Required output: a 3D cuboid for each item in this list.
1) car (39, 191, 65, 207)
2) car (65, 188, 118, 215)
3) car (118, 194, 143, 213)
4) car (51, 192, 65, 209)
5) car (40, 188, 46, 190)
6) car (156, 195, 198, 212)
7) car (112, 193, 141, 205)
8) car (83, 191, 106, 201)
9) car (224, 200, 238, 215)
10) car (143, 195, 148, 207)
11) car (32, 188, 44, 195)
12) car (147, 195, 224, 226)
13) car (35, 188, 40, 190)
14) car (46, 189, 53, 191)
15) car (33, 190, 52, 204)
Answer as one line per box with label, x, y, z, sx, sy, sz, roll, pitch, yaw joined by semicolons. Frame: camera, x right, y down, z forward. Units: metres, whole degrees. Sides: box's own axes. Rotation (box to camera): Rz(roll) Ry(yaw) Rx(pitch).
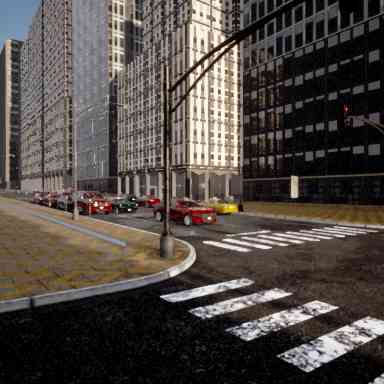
car;-14.942;0.861;36.329;1.887;1.381;4.507;1;0;-36
car;-8.316;0.841;27.248;2.192;1.841;5.009;1;0;-36
car;-6.448;1.112;29.055;1.895;1.301;4.718;0;1;-36
car;-11.632;0.987;31.790;1.947;1.339;4.313;1;0;-36
car;-31.355;0.104;73.059;1.887;1.381;4.507;1;0;-36
car;-1.555;1.066;32.193;1.947;1.339;4.313;1;0;-36
car;-8.178;0.856;41.274;1.947;1.339;4.313;1;0;-36
car;-14.800;0.646;50.356;1.947;1.339;4.313;1;0;-36
car;1.725;1.127;27.844;1.752;1.417;4.829;1;0;-36
car;-4.867;0.977;36.734;1.802;1.307;4.206;1;0;-36
car;-37.974;-0.208;82.140;1.967;1.590;4.097;1;0;-36
car;-0.540;1.177;20.942;1.882;1.535;5.008;0;1;-38
car;-34.664;-0.104;77.599;1.967;1.590;4.097;1;0;-36
car;-28.044;0.214;68.518;2.008;1.369;4.403;1;0;-36
car;-18.254;0.793;40.869;1.802;1.307;4.206;1;0;-36
